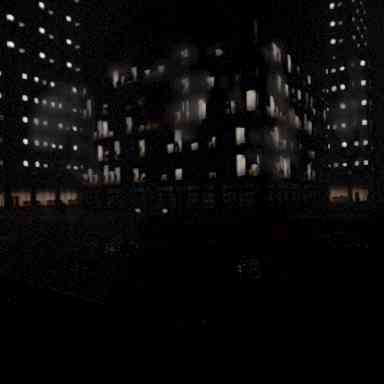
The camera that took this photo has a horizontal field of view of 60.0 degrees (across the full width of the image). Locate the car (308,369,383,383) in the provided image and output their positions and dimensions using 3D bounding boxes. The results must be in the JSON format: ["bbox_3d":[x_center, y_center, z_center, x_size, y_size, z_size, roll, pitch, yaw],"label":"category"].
[{"bbox_3d":[2.307,1.556,1.222,4.313,1.339,1.947,-1,-1,36],"label":"car"}]

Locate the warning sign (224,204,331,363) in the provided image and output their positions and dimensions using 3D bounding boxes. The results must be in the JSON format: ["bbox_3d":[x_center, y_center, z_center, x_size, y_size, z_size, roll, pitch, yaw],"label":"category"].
[{"bbox_3d":[1.282,1.142,4.863,1.060,1.860,1.300,-2,0,36],"label":"warning sign"}]
